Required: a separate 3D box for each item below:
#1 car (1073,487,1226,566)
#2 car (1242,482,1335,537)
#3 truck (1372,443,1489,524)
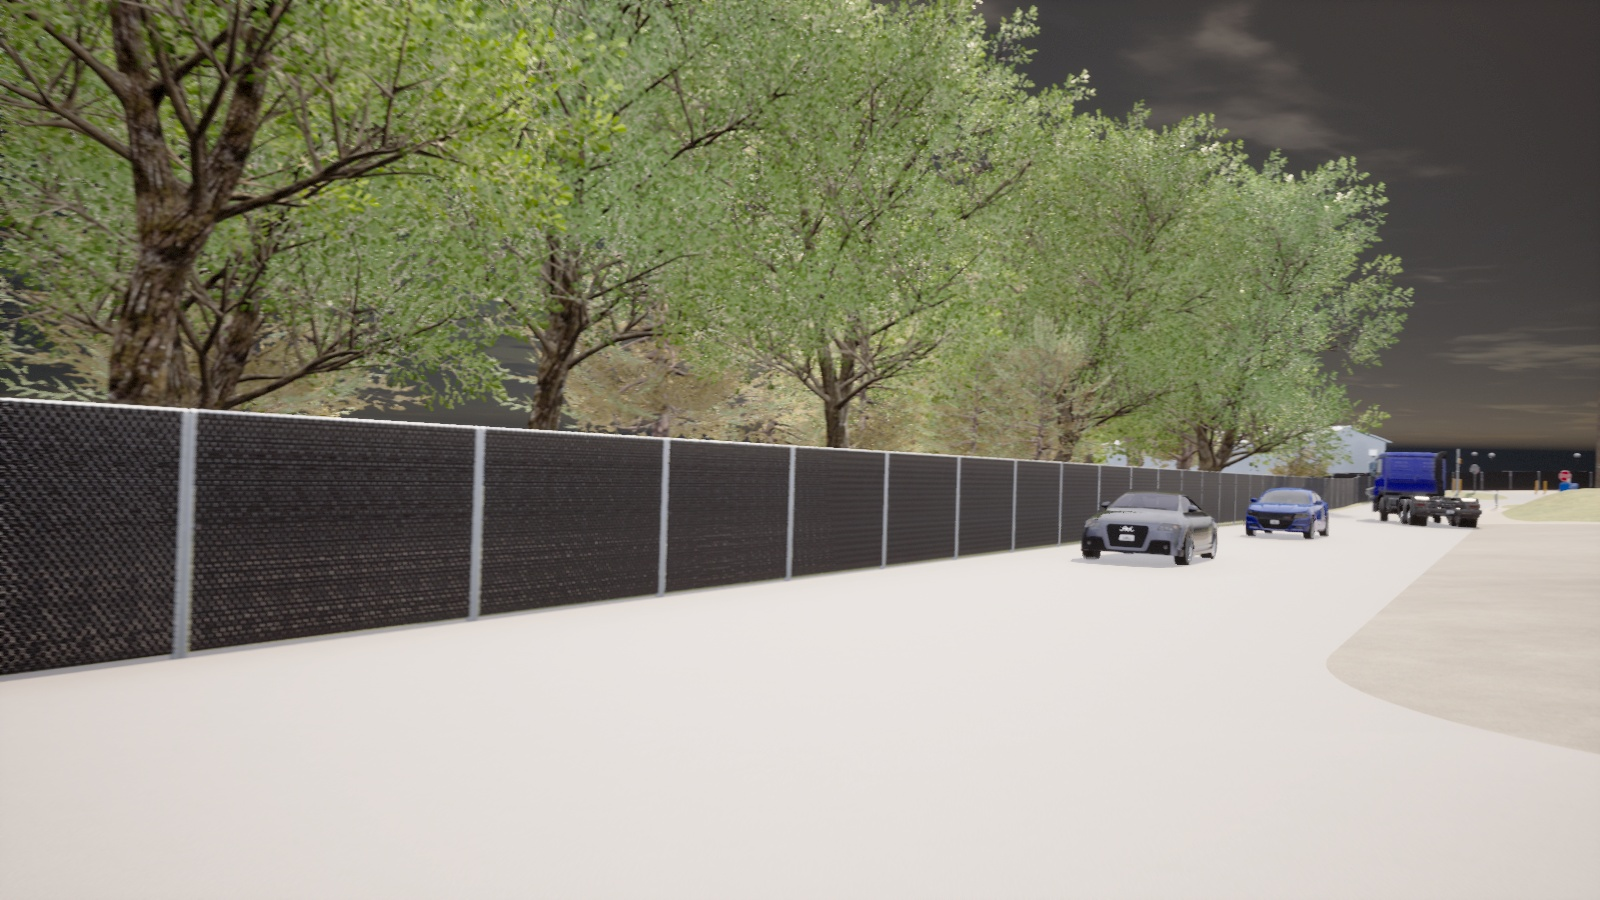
[{"bbox_3d":[7.123,1.467,25.300,1.994,1.385,4.181,1,-1,29],"label":"car"},{"bbox_3d":[15.217,1.799,38.980,1.882,1.535,5.008,1,-1,30],"label":"car"},{"bbox_3d":[29.180,1.492,58.487,2.891,3.462,7.936,1,-1,12],"label":"truck"}]
